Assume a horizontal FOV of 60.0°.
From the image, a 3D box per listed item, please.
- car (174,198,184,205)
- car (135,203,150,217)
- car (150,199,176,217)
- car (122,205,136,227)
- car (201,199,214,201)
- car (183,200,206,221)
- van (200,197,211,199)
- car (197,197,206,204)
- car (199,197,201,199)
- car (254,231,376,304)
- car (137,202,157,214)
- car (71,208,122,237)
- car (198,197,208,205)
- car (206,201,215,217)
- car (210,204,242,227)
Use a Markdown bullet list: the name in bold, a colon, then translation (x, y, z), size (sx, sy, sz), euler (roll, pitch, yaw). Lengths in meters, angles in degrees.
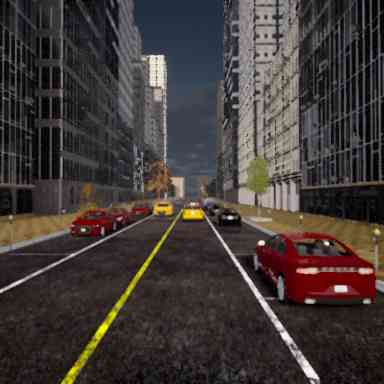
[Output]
- **car**: translation (-3.008, 2.140, 77.227), size (2.128, 1.511, 4.902), euler (0, -1, 0)
- **car**: translation (-5.692, 1.943, 36.710), size (1.887, 1.381, 4.507), euler (0, -1, 0)
- **car**: translation (-3.099, 1.874, 36.505), size (1.882, 1.535, 5.008), euler (0, -1, 0)
- **car**: translation (-5.691, 1.861, 25.326), size (1.802, 1.307, 4.206), euler (0, -1, 0)
- **car**: translation (2.687, 2.080, 48.086), size (1.947, 1.339, 4.313), euler (0, -1, 0)
- **car**: translation (0.092, 1.794, 30.695), size (1.801, 1.575, 5.366), euler (0, 0, 0)
- **van**: translation (2.687, 1.913, 53.782), size (1.690, 1.788, 3.998), euler (0, -1, 0)
- **car**: translation (2.684, 2.268, 93.625), size (2.192, 1.841, 5.009), euler (0, -1, 0)
- **car**: translation (2.687, 2.068, 59.472), size (1.967, 1.590, 4.097), euler (0, -1, 0)
- **car**: translation (2.691, 1.638, 8.243), size (1.887, 1.381, 4.507), euler (0, -1, 0)
- **car**: translation (-5.693, 2.023, 42.402), size (1.947, 1.339, 4.313), euler (0, -1, 0)
- **car**: translation (-5.691, 1.763, 19.633), size (1.887, 1.381, 4.507), euler (0, -1, 0)
- **car**: translation (2.686, 2.161, 82.241), size (2.192, 1.841, 5.009), euler (0, -1, 0)
- **car**: translation (2.688, 1.963, 36.702), size (1.947, 1.339, 4.313), euler (0, -1, 0)
- **car**: translation (2.689, 1.844, 25.319), size (1.947, 1.339, 4.313), euler (0, -1, 0)
